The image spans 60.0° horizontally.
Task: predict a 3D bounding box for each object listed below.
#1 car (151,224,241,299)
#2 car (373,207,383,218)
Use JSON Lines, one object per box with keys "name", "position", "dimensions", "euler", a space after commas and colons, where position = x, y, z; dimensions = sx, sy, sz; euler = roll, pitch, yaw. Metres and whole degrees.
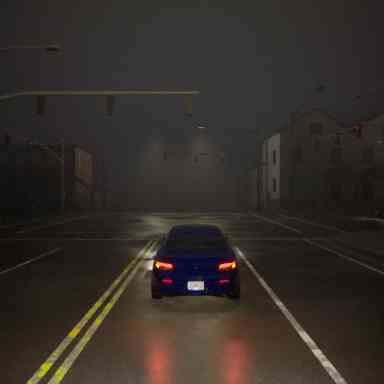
{"name": "car", "position": [0.086, 1.523, 8.304], "dimensions": [1.812, 1.442, 4.674], "euler": [0, 0, 0]}
{"name": "car", "position": [17.819, 1.515, 28.053], "dimensions": [4.674, 1.442, 1.812], "euler": [0, 0, -1]}
